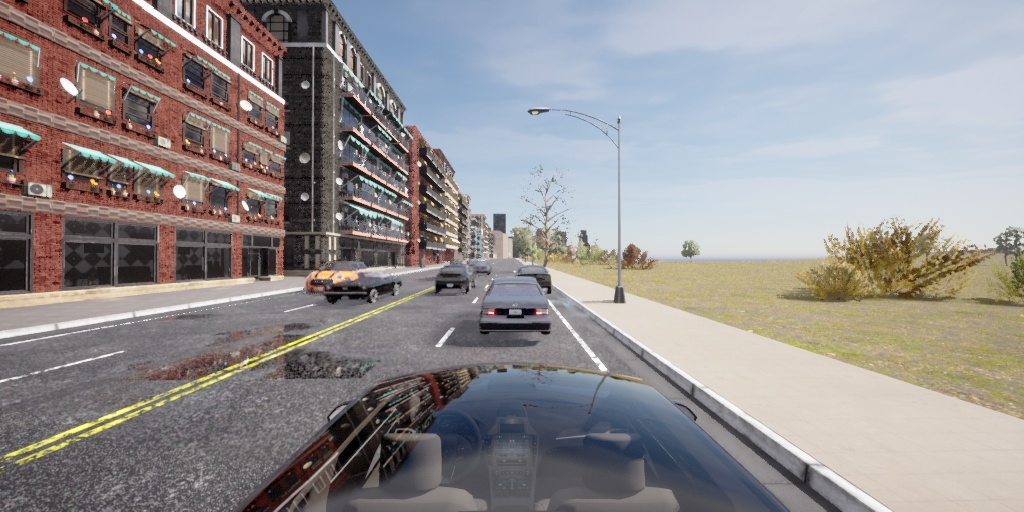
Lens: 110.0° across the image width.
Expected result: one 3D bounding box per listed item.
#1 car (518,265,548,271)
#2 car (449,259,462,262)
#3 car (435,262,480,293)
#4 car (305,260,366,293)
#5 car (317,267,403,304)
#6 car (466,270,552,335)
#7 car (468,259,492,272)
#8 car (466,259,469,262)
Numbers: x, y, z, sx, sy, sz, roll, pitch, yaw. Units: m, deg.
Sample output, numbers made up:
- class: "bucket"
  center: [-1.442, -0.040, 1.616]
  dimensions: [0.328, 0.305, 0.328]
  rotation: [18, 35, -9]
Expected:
- class: "car"
  center: [1.115, 1.230, 20.306]
  dimensions: [1.882, 1.535, 5.008]
  rotation: [0, 0, 0]
- class: "car"
  center: [-9.879, 1.253, 63.553]
  dimensions: [1.837, 1.490, 4.892]
  rotation: [0, 0, 0]
- class: "car"
  center: [-3.174, 1.256, 20.759]
  dimensions: [1.837, 1.490, 4.892]
  rotation: [0, 0, 0]
- class: "car"
  center: [-9.873, 1.104, 20.786]
  dimensions: [2.097, 1.767, 4.553]
  rotation: [0, 0, 0]
- class: "car"
  center: [-6.617, 1.353, 16.410]
  dimensions: [1.895, 1.301, 4.718]
  rotation: [0, 0, 0]
- class: "car"
  center: [0.092, 1.299, 10.542]
  dimensions: [2.033, 1.411, 5.357]
  rotation: [0, 0, 0]
- class: "car"
  center: [-3.189, 1.299, 38.508]
  dimensions: [2.033, 1.411, 5.357]
  rotation: [0, 0, 0]
- class: "car"
  center: [-6.645, 1.242, 60.175]
  dimensions: [2.128, 1.511, 4.902]
  rotation: [0, 0, 0]
